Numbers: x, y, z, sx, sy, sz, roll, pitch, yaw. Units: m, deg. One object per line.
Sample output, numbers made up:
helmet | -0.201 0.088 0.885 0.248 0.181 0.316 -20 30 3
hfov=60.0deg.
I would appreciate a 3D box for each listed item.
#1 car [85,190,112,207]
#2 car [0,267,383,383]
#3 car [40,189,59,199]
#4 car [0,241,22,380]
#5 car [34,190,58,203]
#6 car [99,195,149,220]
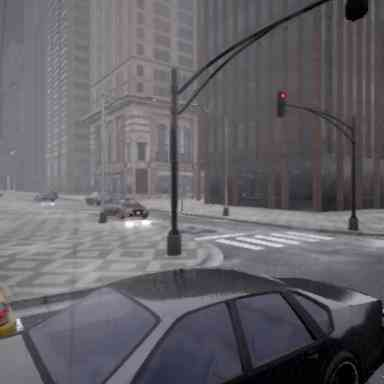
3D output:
car | -10.196 0.674 36.761 2.097 1.767 4.553 0 1 -36
car | -0.137 1.547 3.157 5.357 1.411 2.033 0 0 -36
car | -24.040 0.363 56.075 1.882 1.535 5.008 0 1 -36
car | -4.558 1.527 3.397 4.829 1.417 1.752 0 0 -36
car | -19.998 0.642 45.045 2.033 1.411 5.357 0 1 -35
car | -4.692 1.155 23.588 1.994 1.385 4.181 0 1 -36
